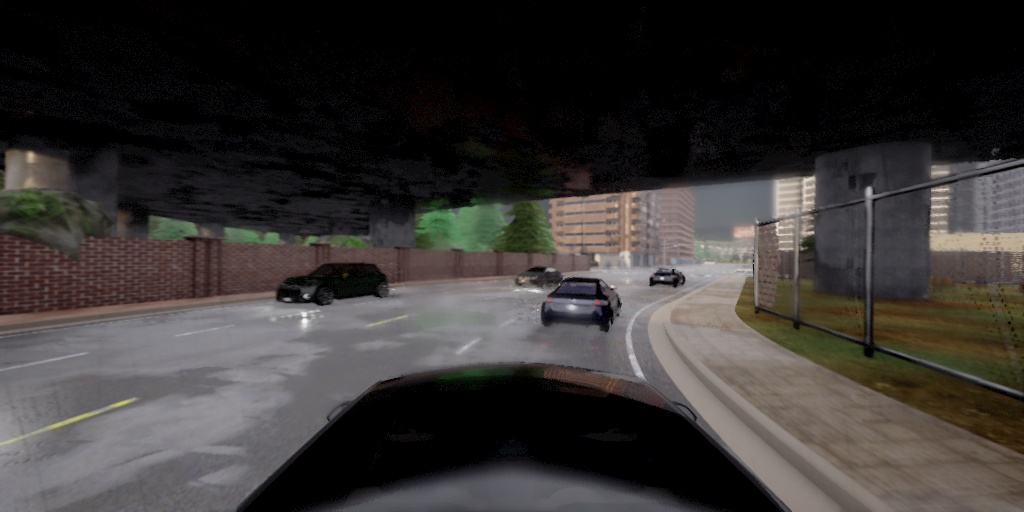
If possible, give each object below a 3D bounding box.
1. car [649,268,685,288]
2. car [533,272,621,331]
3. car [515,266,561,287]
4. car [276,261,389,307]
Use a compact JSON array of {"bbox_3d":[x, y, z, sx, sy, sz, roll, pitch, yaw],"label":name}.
[{"bbox_3d":[11.814,1.591,27.207,1.994,1.385,4.181,1,0,34],"label":"car"},{"bbox_3d":[2.345,1.389,11.579,1.994,1.385,4.181,1,0,21],"label":"car"},{"bbox_3d":[2.028,1.407,25.579,1.812,1.442,4.674,1,0,34],"label":"car"},{"bbox_3d":[-7.493,1.055,15.419,2.097,1.767,4.553,1,0,23],"label":"car"}]
